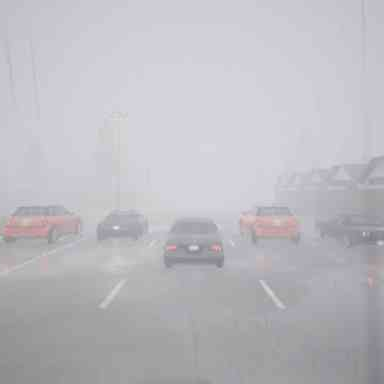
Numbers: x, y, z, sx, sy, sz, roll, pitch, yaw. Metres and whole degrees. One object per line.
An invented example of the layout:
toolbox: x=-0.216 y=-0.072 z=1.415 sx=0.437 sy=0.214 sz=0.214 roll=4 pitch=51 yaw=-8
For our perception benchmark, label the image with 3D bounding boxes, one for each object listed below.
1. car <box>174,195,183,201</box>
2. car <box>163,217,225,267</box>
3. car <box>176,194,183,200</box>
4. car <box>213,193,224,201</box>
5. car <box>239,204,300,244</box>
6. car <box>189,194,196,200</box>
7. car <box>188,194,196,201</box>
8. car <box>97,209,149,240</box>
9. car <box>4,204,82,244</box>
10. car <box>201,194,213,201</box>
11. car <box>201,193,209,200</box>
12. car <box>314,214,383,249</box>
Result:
car: x=-3.473 y=1.584 z=82.558 sx=2.033 sy=1.411 sz=5.357 roll=0 pitch=0 yaw=0
car: x=0.071 y=1.556 z=11.467 sx=2.033 sy=1.411 sz=5.357 roll=0 pitch=0 yaw=0
car: x=-3.470 y=1.434 z=92.977 sx=1.812 sy=1.442 sz=4.674 roll=0 pitch=0 yaw=0
car: x=7.027 y=1.607 z=84.032 sx=1.994 sy=1.385 sz=4.181 roll=0 pitch=0 yaw=0
car: x=3.588 y=1.363 z=16.096 sx=2.097 sy=1.767 sz=4.553 roll=0 pitch=0 yaw=0
car: x=0.030 y=1.388 z=92.976 sx=1.882 sy=1.535 sz=5.008 roll=0 pitch=0 yaw=0
car: x=0.027 y=1.584 z=82.557 sx=2.033 sy=1.411 sz=5.357 roll=0 pitch=0 yaw=0
car: x=-3.410 y=1.575 z=16.991 sx=1.994 sy=1.385 sz=4.181 roll=0 pitch=0 yaw=0
car: x=-6.956 y=1.363 z=16.093 sx=2.097 sy=1.767 sz=4.553 roll=0 pitch=0 yaw=0
car: x=3.527 y=1.400 z=82.942 sx=2.097 sy=1.767 sz=4.553 roll=0 pitch=0 yaw=0
car: x=3.530 y=1.265 z=92.945 sx=2.097 sy=1.767 sz=4.553 roll=0 pitch=0 yaw=0
car: x=7.086 y=1.611 z=14.694 sx=1.895 sy=1.301 sz=4.718 roll=0 pitch=0 yaw=0
